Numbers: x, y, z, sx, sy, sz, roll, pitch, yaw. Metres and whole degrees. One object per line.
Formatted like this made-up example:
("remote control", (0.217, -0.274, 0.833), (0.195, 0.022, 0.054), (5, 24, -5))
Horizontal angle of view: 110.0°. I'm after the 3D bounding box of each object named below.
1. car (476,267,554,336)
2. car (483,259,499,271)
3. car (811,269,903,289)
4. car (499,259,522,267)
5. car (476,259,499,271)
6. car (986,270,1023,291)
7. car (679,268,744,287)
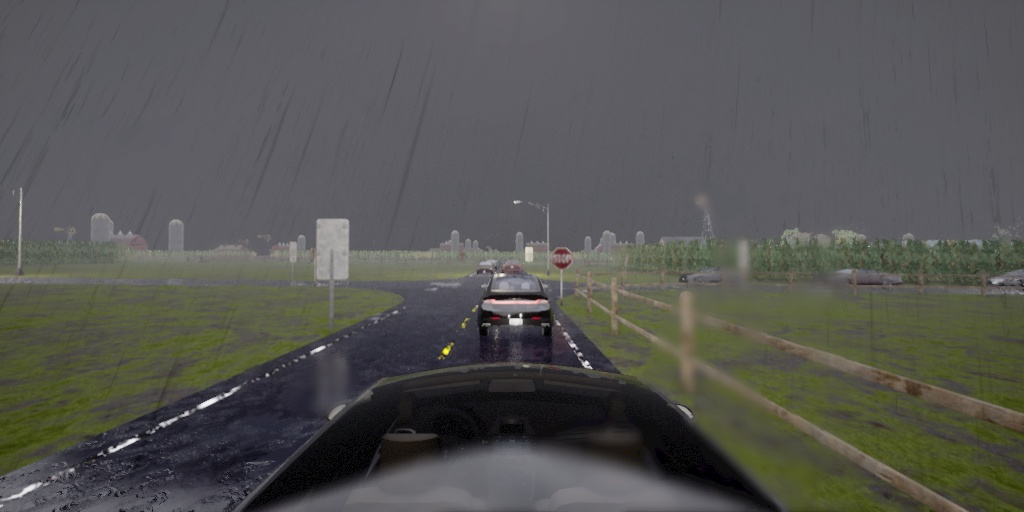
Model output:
("car", (0.081, 1.247, 10.372), (2.128, 1.511, 4.902), (0, 0, 0))
("car", (-2.958, 1.228, 50.900), (1.882, 1.535, 5.008), (0, 0, 0))
("car", (25.127, 1.636, 26.181), (5.357, 1.411, 2.033), (1, -1, 0))
("car", (0.006, 1.108, 37.645), (2.097, 1.767, 4.553), (0, 0, 0))
("car", (-2.947, 1.303, 40.841), (2.033, 1.411, 5.357), (0, 0, 0))
("car", (37.757, 1.734, 26.154), (4.902, 1.511, 2.128), (1, -1, 0))
("car", (14.517, 1.527, 26.189), (4.181, 1.385, 1.994), (1, -1, 0))
